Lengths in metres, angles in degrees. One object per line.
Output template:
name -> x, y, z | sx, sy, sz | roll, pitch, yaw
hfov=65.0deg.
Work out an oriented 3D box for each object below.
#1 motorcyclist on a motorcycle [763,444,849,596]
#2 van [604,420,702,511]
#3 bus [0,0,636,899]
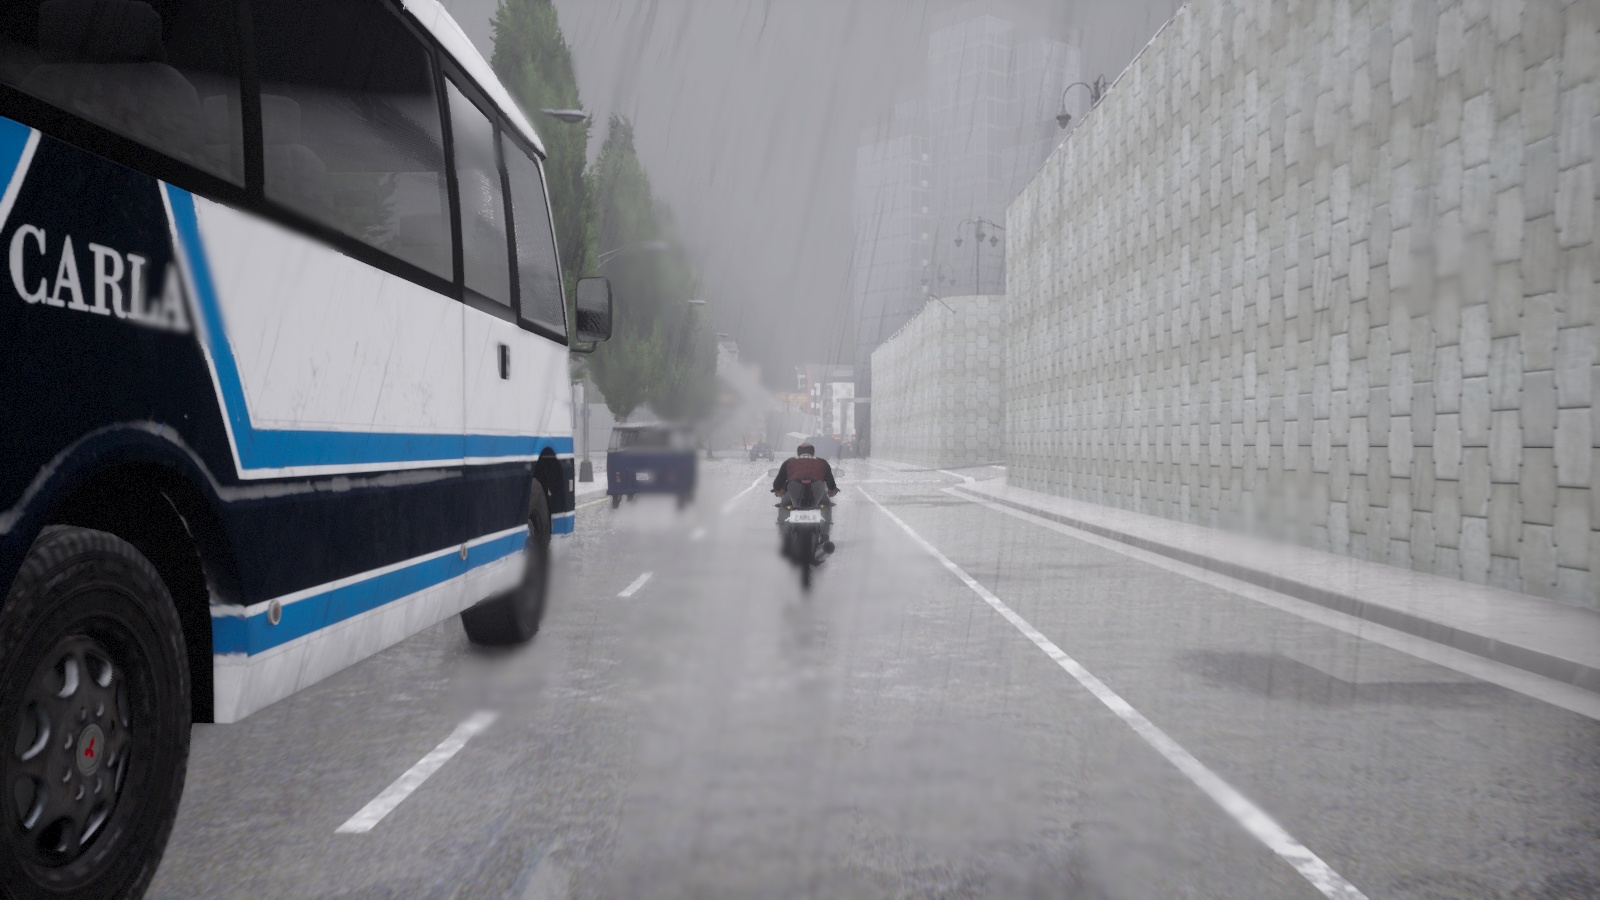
motorcyclist on a motorcycle -> 0.067, 0.703, 13.820 | 0.866, 1.530, 2.191 | 0, 0, 0
van -> -3.376, 0.329, 29.577 | 1.775, 1.987, 4.442 | 0, 0, 0
bus -> -3.460, -0.667, 6.139 | 3.944, 4.253, 10.273 | 0, 0, 0
